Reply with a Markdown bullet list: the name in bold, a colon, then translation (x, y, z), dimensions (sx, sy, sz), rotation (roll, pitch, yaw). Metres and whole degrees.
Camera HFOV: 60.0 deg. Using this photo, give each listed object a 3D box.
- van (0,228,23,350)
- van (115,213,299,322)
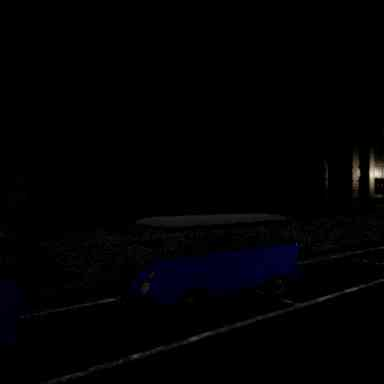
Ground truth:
- **van**: translation (-4.084, 1.336, 3.734), dimensions (3.998, 1.788, 1.690), rotation (0, 0, -36)
- **van**: translation (0.490, 1.360, 6.997), dimensions (3.998, 1.788, 1.690), rotation (0, 0, -36)
